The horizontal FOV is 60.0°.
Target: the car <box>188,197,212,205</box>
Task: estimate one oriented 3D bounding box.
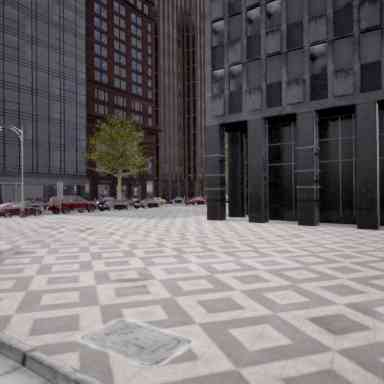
[{"bbox_3d":[1.478,1.539,58.274,1.895,1.301,4.718,-1,0,34],"label":"car"}]

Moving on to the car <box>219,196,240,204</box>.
[{"bbox_3d":[7.024,1.463,61.797,1.947,1.339,4.313,-1,0,35],"label":"car"}]

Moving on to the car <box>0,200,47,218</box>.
[{"bbox_3d":[-15.348,1.576,29.279,1.802,1.307,4.206,-1,0,35],"label":"car"}]

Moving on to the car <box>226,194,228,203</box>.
[{"bbox_3d":[3.826,1.222,57.154,2.192,1.841,5.009,-1,0,35],"label":"car"}]

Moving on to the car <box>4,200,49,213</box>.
[{"bbox_3d":[-19.173,1.641,38.760,1.947,1.339,4.313,-1,0,35],"label":"car"}]

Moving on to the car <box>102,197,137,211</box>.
[{"bbox_3d":[-8.956,1.524,38.570,1.947,1.339,4.313,-1,0,35],"label":"car"}]

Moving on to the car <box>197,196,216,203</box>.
[{"bbox_3d":[3.202,1.534,71.282,1.887,1.381,4.507,-1,0,35],"label":"car"}]

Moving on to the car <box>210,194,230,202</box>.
[{"bbox_3d":[6.397,1.295,75.929,2.192,1.841,5.009,-1,0,35],"label":"car"}]

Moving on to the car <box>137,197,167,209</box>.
[{"bbox_3d":[-5.760,1.508,43.215,1.947,1.339,4.313,-1,0,35],"label":"car"}]

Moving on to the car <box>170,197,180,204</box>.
[{"bbox_3d":[-3.191,1.574,61.990,1.947,1.339,4.313,-1,0,35],"label":"car"}]

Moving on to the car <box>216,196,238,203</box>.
[{"bbox_3d":[7.141,1.469,66.503,2.033,1.411,5.357,-1,0,35],"label":"car"}]

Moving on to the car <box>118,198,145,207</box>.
[{"bbox_3d":[-9.584,1.612,52.697,1.802,1.307,4.206,-1,0,35],"label":"car"}]

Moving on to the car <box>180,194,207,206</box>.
[{"bbox_3d":[0.631,1.462,52.507,1.887,1.381,4.507,-1,0,35],"label":"car"}]

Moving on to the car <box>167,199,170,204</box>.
[{"bbox_3d":[-6.484,1.544,57.203,1.752,1.417,4.829,-1,0,35],"label":"car"}]

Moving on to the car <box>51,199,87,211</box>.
[{"bbox_3d":[-15.977,1.641,43.405,1.802,1.307,4.206,-1,0,35],"label":"car"}]

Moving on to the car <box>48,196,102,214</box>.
[{"bbox_3d":[-12.154,1.289,33.926,2.192,1.841,5.009,-1,0,35],"label":"car"}]

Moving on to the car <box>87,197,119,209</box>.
[{"bbox_3d":[-12.782,1.483,48.051,1.967,1.590,4.097,-1,0,35],"label":"car"}]
